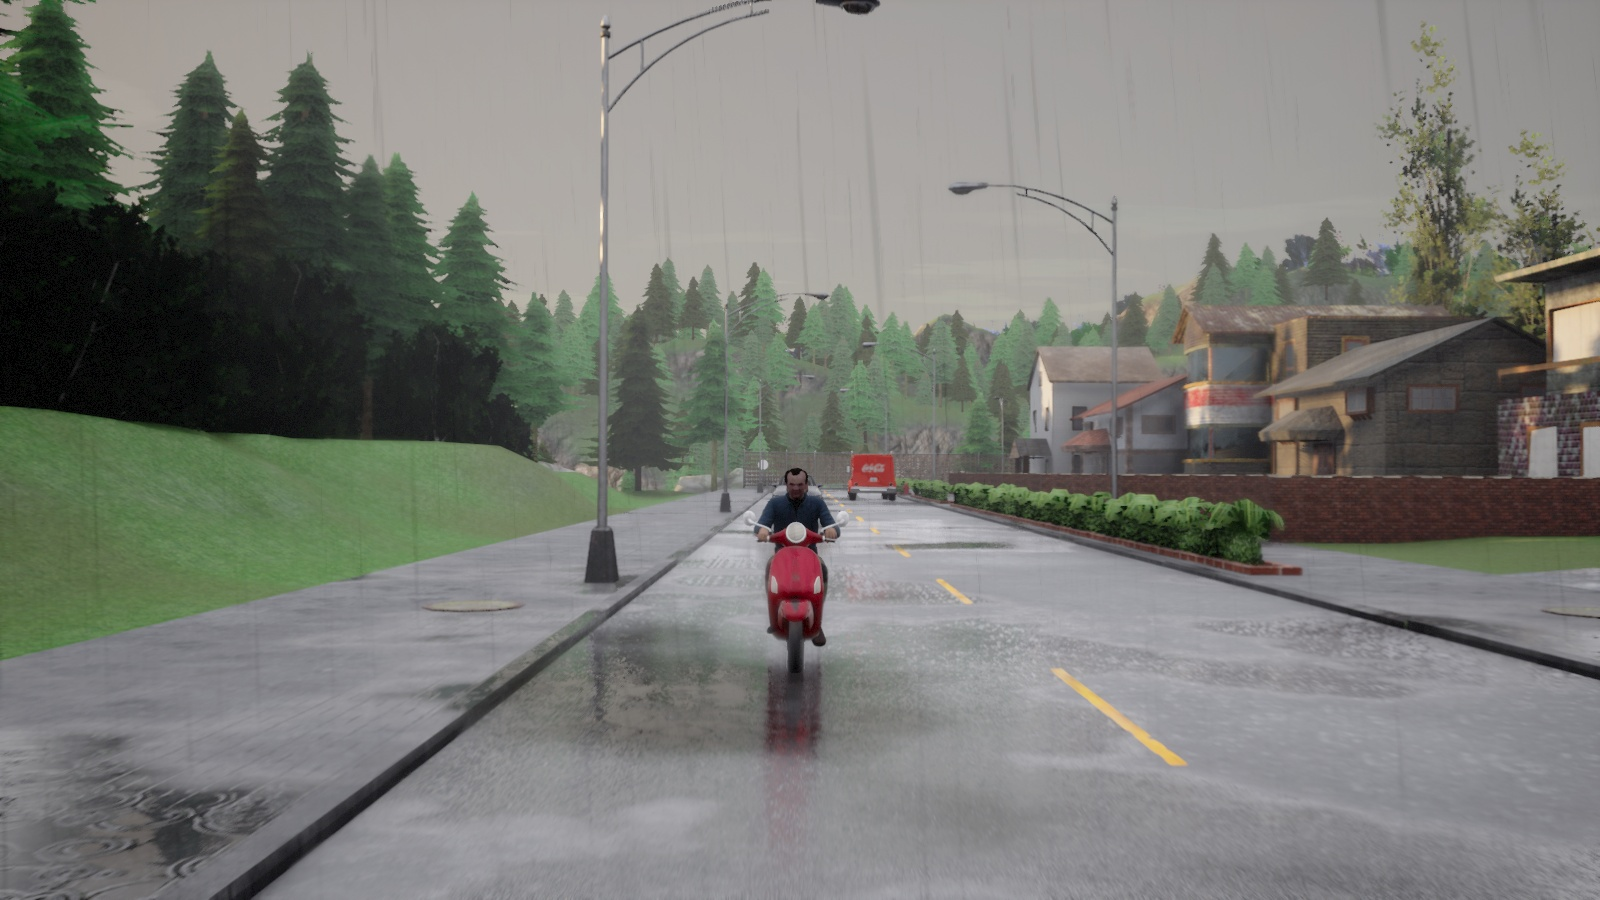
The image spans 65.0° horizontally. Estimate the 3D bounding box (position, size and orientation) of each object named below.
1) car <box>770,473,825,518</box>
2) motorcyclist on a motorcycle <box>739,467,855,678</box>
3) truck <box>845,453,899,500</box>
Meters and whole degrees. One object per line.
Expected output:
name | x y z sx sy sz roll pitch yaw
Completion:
car | -0.084 1.563 43.895 1.816 1.474 4.193 0 -1 0
motorcyclist on a motorcycle | -0.026 0.943 10.422 0.866 1.590 1.817 0 -1 0
truck | 3.876 1.465 68.829 2.627 2.467 5.204 0 -1 0
